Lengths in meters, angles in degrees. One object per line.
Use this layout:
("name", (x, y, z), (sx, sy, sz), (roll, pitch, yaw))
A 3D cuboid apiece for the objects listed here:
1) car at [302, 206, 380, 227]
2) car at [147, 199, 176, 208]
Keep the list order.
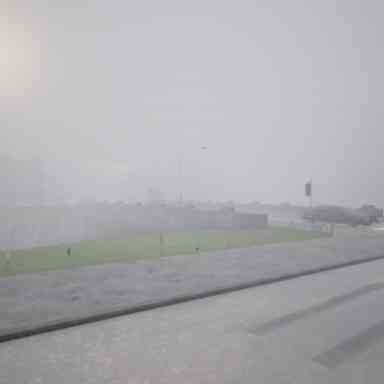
("car", (10.943, 1.739, 24.908), (2.033, 1.411, 5.357), (1, 0, -36))
("car", (-4.367, 1.736, 46.364), (2.033, 1.411, 5.357), (1, 0, -36))
